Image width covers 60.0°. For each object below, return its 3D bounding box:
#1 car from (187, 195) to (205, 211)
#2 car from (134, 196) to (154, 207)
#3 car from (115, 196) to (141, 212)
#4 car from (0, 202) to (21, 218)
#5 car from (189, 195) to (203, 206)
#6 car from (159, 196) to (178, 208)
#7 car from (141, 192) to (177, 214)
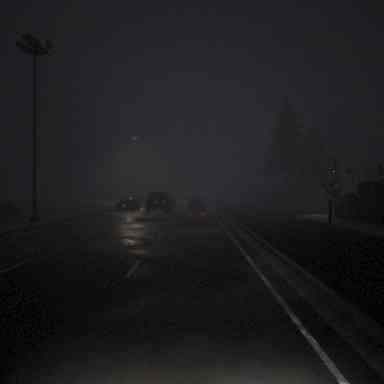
[{"bbox_3d":[0.470,1.281,36.707,1.812,1.442,4.674,0,0,1],"label":"car"},{"bbox_3d":[-6.515,1.244,45.577,1.994,1.385,4.181,0,0,1],"label":"car"},{"bbox_3d":[-6.595,1.319,34.341,1.994,1.385,4.181,0,0,1],"label":"car"},{"bbox_3d":[-14.846,1.400,24.758,1.895,1.301,4.718,0,0,1],"label":"car"},{"bbox_3d":[0.586,1.186,48.146,1.837,1.490,4.892,0,1,0],"label":"car"},{"bbox_3d":[-3.035,1.242,44.564,2.033,1.411,5.357,0,0,1],"label":"car"},{"bbox_3d":[-3.118,0.996,32.619,2.150,2.045,5.566,0,0,3],"label":"car"}]
